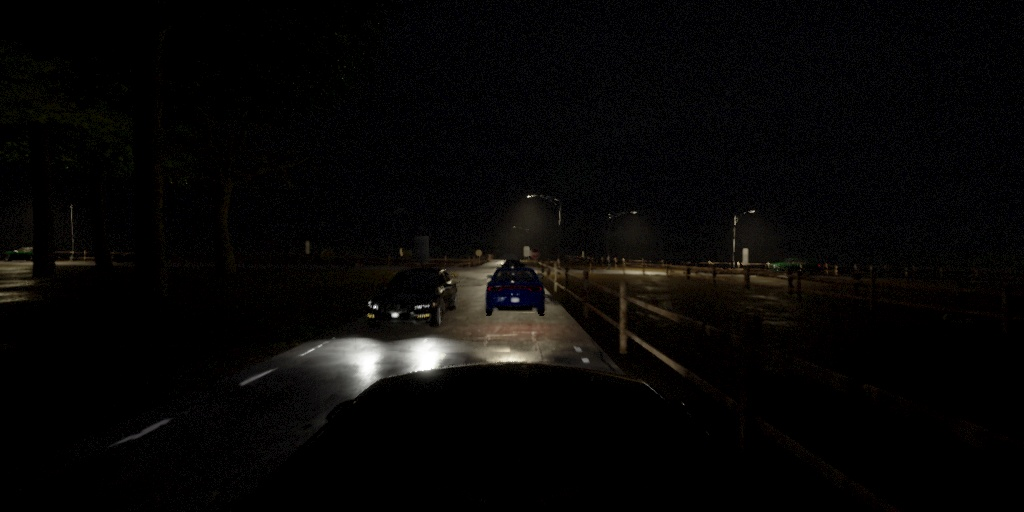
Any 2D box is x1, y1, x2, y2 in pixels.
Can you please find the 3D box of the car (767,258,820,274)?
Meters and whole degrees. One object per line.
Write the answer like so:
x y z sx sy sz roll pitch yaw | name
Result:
33.984 1.267 43.345 5.566 2.045 2.150 1 1 0 | car

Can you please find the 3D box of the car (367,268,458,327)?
-2.852 1.162 11.168 1.837 1.490 4.892 0 1 0 | car

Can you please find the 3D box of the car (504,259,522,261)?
0.055 0.991 27.180 1.837 1.490 4.892 0 0 -1 | car

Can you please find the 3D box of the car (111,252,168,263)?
-44.432 0.175 42.773 5.357 1.411 2.033 1 1 0 | car

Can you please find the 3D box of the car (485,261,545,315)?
0.098 1.114 13.025 1.882 1.535 5.008 0 1 0 | car
